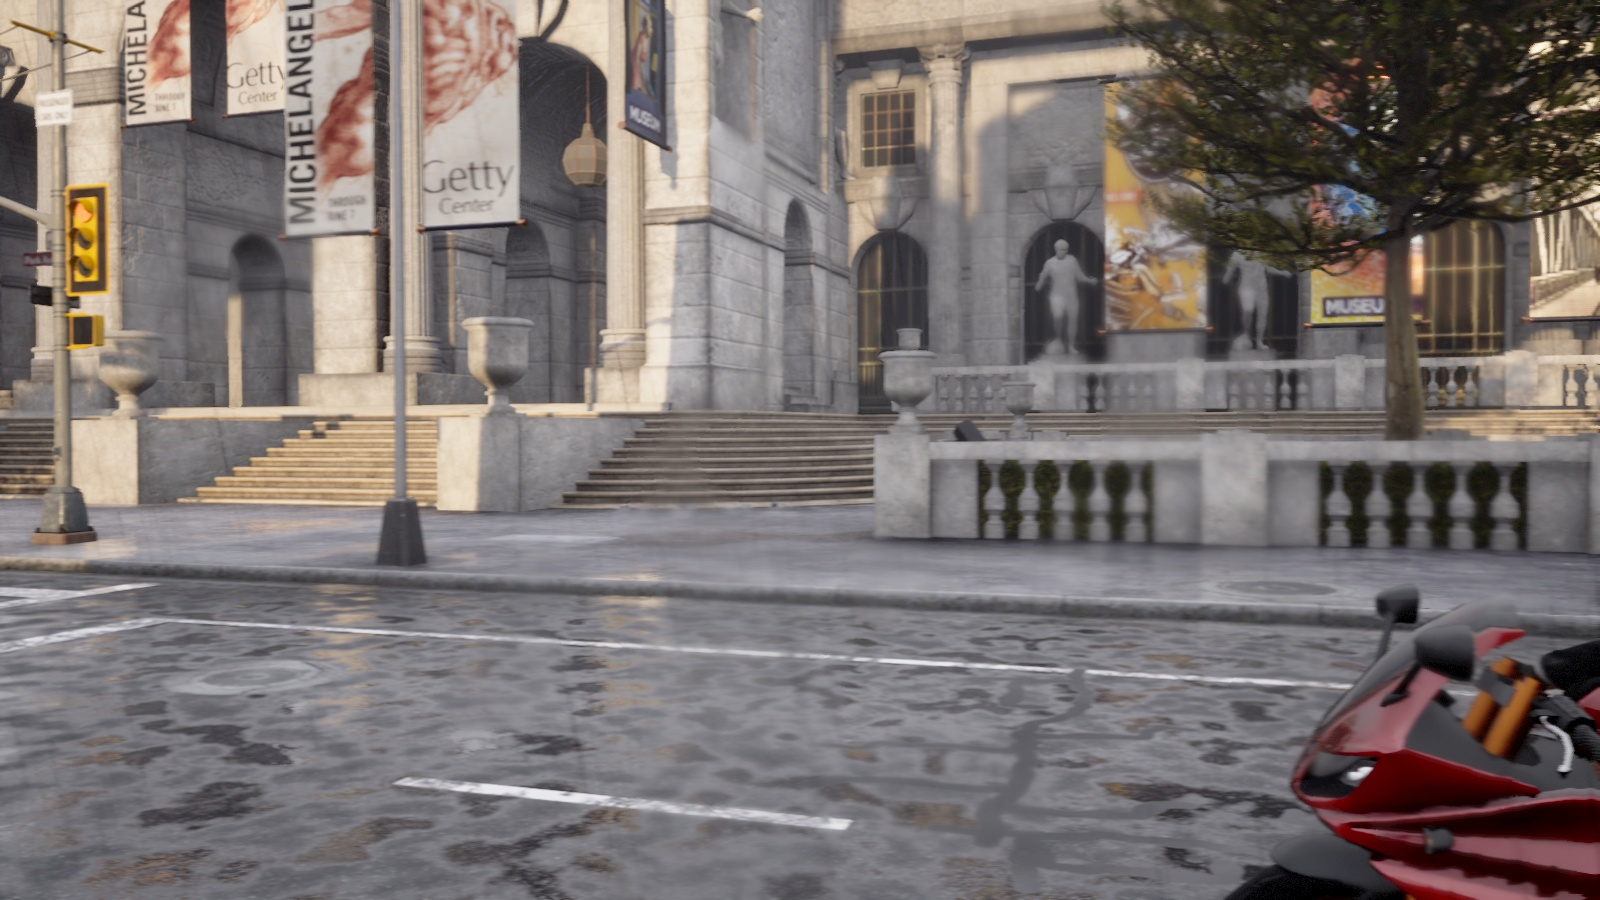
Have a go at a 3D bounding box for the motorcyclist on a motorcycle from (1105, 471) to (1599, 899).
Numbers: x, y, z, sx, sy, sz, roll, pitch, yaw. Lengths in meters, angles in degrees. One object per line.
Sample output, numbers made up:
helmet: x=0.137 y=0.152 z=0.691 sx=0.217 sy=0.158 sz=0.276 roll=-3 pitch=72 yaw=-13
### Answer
motorcyclist on a motorcycle: x=1.792 y=0.827 z=2.589 sx=2.191 sy=1.530 sz=0.866 roll=0 pitch=1 yaw=19
